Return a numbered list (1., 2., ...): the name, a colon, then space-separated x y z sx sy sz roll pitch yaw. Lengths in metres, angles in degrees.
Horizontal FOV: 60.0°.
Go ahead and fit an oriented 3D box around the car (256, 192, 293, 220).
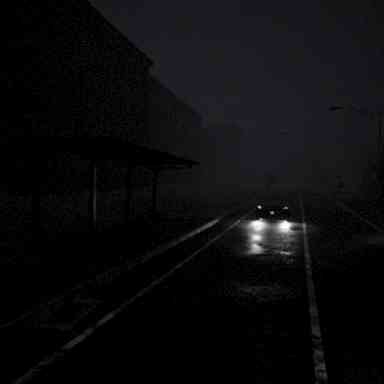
1. car: 4.964 0.731 19.856 1.812 1.442 4.674 2 3 18
